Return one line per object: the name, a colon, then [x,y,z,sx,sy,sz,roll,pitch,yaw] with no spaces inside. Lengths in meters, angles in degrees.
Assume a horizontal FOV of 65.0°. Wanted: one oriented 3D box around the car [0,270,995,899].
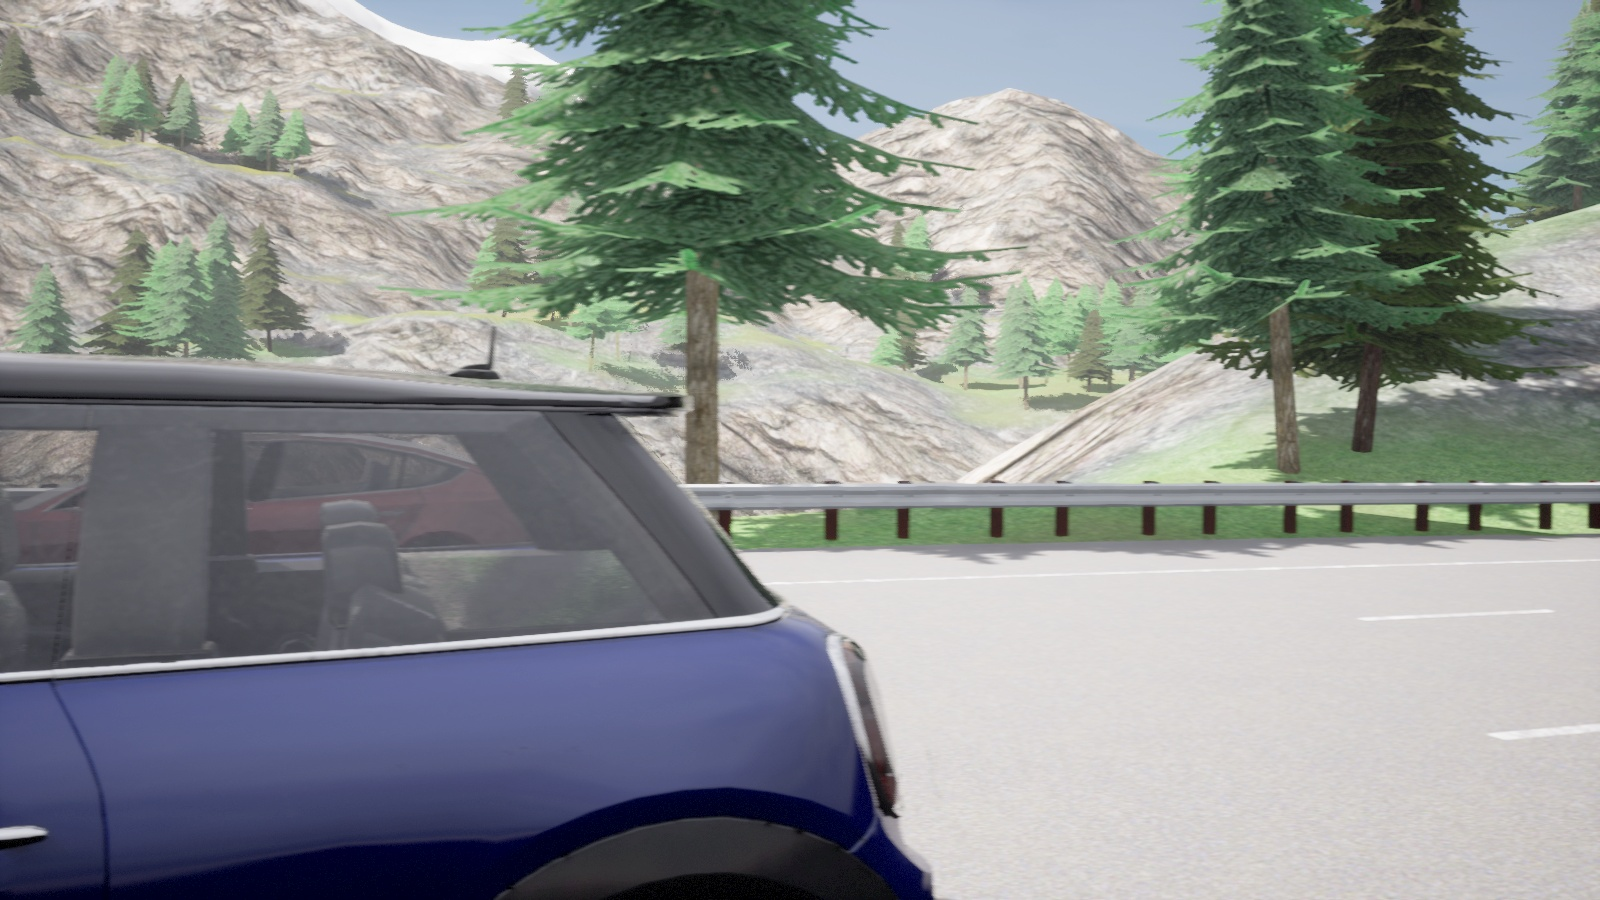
car: [-2.150,0.639,2.424,4.553,1.767,2.097,-1,1,-21]
